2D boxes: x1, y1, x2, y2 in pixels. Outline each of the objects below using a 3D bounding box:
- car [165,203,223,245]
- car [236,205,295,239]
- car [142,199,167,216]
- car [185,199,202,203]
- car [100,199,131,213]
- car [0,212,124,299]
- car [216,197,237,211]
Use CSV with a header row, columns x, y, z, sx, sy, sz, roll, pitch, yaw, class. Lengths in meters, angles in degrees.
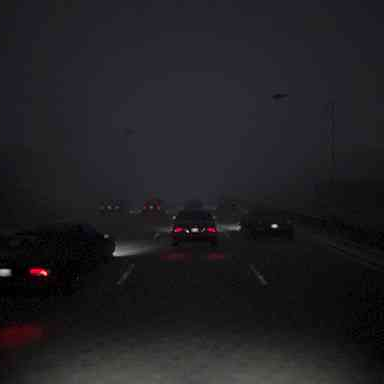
x,y,z,sx,sy,sz,roll,pitch,yaw,class
0.107,1.446,14.817,2.033,1.411,5.357,0,0,0,car
3.607,1.451,16.522,1.994,1.385,4.181,0,0,0,car
-3.366,1.341,30.263,2.033,1.411,5.357,0,0,0,car
0.158,1.368,34.145,1.895,1.301,4.718,0,0,0,car
-6.866,1.341,30.263,2.033,1.411,5.357,0,0,0,car
-3.401,1.489,8.530,2.033,1.411,5.357,0,0,0,car
3.668,1.248,35.705,2.128,1.511,4.902,0,0,0,car
